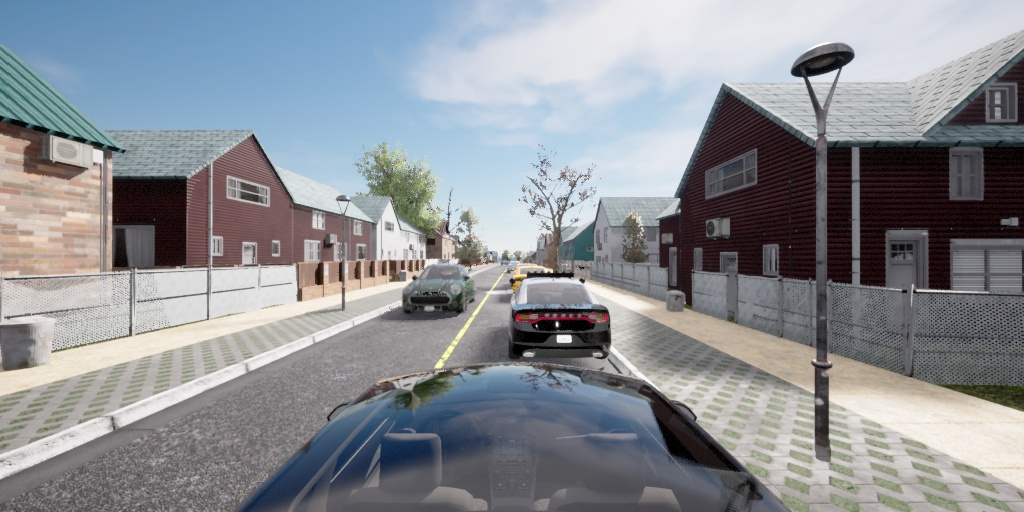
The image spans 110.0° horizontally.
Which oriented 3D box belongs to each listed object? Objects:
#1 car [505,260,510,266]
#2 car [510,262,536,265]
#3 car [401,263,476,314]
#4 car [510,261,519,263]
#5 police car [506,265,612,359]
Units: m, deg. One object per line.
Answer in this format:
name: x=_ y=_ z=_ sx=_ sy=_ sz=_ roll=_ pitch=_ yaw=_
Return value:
car: x=0.397 y=1.383 z=45.710 sx=1.812 sy=1.442 sz=4.674 roll=0 pitch=0 yaw=1
car: x=0.969 y=1.238 z=18.435 sx=1.882 sy=1.535 sz=5.008 roll=0 pitch=0 yaw=0
car: x=-2.643 y=1.106 z=13.795 sx=2.097 sy=1.767 sz=4.553 roll=0 pitch=0 yaw=0
car: x=1.018 y=1.250 z=24.436 sx=1.882 sy=1.535 sz=5.008 roll=0 pitch=0 yaw=0
police car: x=0.889 y=1.176 z=8.545 sx=1.930 sy=1.638 sz=5.238 roll=0 pitch=0 yaw=0
